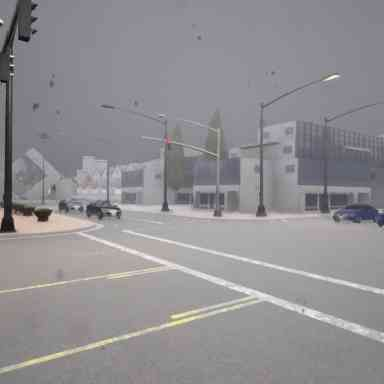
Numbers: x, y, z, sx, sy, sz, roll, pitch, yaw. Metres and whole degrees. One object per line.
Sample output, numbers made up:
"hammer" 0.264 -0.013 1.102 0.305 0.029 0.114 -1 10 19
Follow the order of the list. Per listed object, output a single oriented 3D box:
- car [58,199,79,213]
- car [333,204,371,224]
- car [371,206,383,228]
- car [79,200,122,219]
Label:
"car" -13.653 1.499 37.381 2.128 1.511 4.902 1 0 -35
"car" 13.056 1.679 26.252 4.674 1.442 1.812 1 0 -36
"car" 14.256 1.622 22.371 5.008 1.535 1.882 1 -1 -40
"car" -7.743 1.501 28.912 2.128 1.511 4.902 1 0 -35
